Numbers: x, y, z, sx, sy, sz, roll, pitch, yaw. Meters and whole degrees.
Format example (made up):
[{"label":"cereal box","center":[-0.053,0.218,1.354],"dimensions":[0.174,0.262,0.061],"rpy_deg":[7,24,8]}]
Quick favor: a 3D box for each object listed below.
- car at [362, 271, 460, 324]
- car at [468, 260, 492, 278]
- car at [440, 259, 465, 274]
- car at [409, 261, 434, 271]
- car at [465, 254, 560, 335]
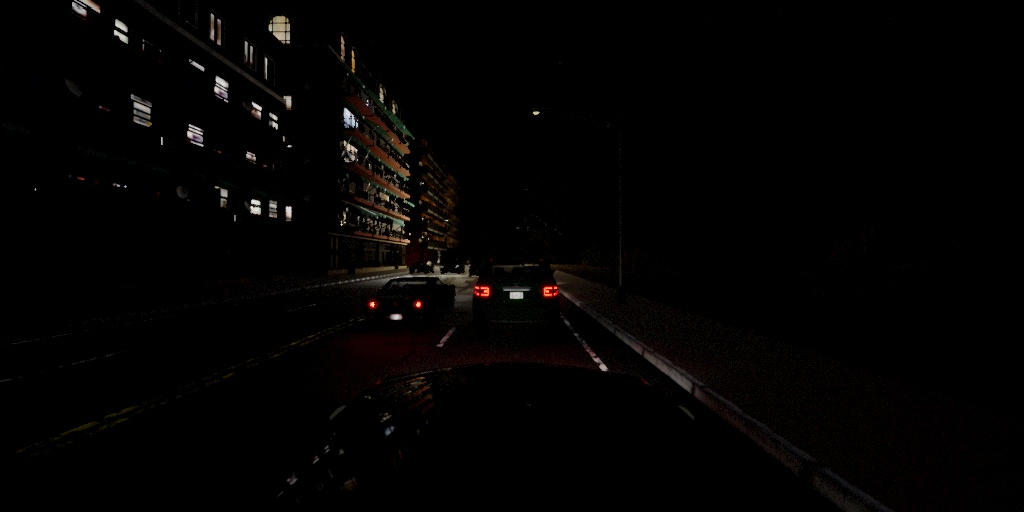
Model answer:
[{"label":"car","center":[-3.128,1.352,11.957],"dimensions":[1.895,1.301,4.718],"rpy_deg":[0,0,0]},{"label":"car","center":[-3.067,1.229,35.329],"dimensions":[1.882,1.535,5.008],"rpy_deg":[0,0,0]},{"label":"car","center":[-6.507,1.104,39.347],"dimensions":[2.097,1.767,4.553],"rpy_deg":[0,0,0]},{"label":"car","center":[-9.757,1.243,38.944],"dimensions":[2.128,1.511,4.902],"rpy_deg":[0,0,0]},{"label":"car","center":[0.116,0.973,10.693],"dimensions":[2.150,2.045,5.566],"rpy_deg":[0,0,0]}]
